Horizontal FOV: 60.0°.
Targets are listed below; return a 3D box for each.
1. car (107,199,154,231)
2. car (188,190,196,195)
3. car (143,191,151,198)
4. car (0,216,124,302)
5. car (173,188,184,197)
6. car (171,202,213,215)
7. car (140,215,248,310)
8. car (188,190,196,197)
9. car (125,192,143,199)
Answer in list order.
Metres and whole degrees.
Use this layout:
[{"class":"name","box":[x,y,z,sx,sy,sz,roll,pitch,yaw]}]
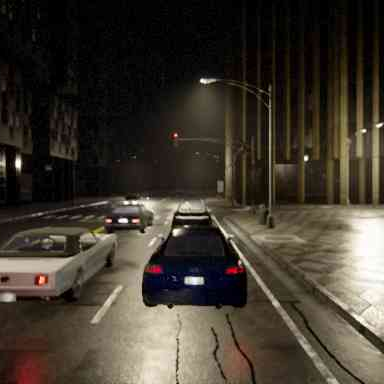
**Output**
[{"class":"car","box":[-3.155,1.305,17.512,2.033,1.411,5.357,0,1,0]},{"class":"car","box":[-0.014,0.094,85.493,1.895,1.301,4.718,0,1,0]},{"class":"car","box":[-9.763,0.455,70.614,2.033,1.411,5.357,0,1,0]},{"class":"car","box":[-3.149,1.494,7.922,1.895,1.301,4.718,0,1,0]},{"class":"car","box":[-3.262,0.332,75.043,1.837,1.490,4.892,0,1,0]},{"class":"car","box":[-0.003,1.262,16.573,2.128,1.511,4.902,0,1,0]},{"class":"car","box":[0.085,1.460,7.701,1.994,1.385,4.181,0,1,1]},{"class":"car","box":[-0.012,0.371,75.044,2.033,1.411,5.357,0,1,0]},{"class":"car","box":[-9.830,0.773,55.145,1.895,1.301,4.718,0,1,0]}]
